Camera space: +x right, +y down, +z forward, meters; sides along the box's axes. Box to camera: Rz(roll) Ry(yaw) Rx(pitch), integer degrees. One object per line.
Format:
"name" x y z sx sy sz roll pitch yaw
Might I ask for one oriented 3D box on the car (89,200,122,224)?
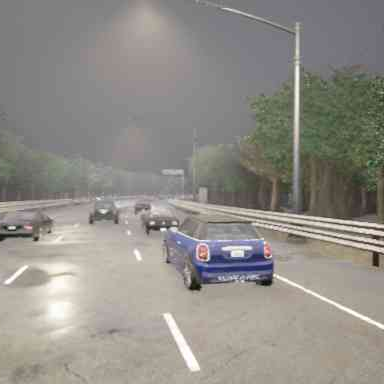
"car" -6.804 1.501 26.323 2.097 1.767 4.553 1 0 -10

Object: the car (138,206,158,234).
"car" -2.034 1.743 20.156 1.895 1.301 4.718 1 0 -13

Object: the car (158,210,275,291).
"car" 0.504 1.433 9.593 2.097 1.767 4.553 1 0 -14

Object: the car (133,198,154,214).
"car" -5.770 1.754 38.999 1.837 1.490 4.892 0 0 -10

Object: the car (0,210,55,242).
"car" -8.330 1.610 16.793 2.033 1.411 5.357 1 0 -13

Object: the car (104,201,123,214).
"car" -9.445 1.827 40.384 1.895 1.301 4.718 1 0 -10

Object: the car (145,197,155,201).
"car" -10.830 2.026 80.830 2.128 1.511 4.902 1 0 -3
